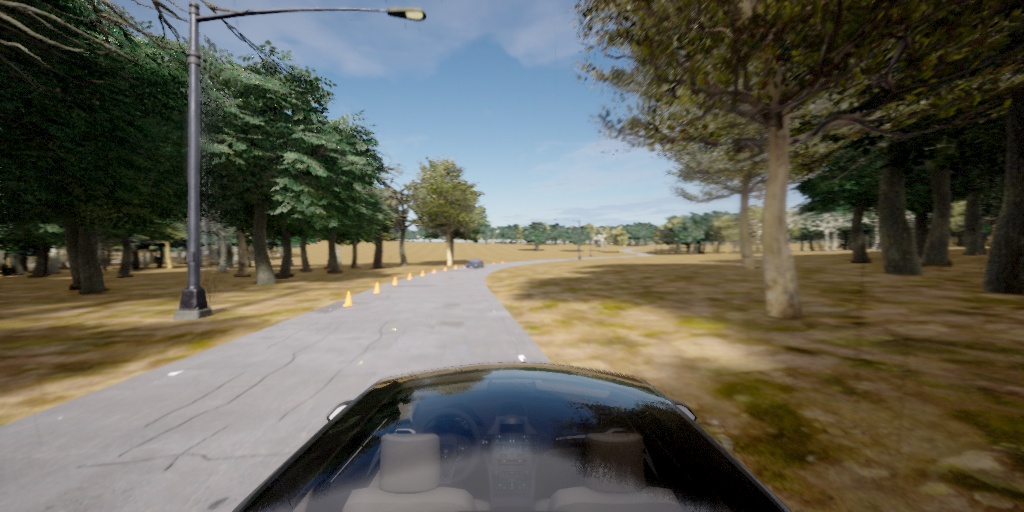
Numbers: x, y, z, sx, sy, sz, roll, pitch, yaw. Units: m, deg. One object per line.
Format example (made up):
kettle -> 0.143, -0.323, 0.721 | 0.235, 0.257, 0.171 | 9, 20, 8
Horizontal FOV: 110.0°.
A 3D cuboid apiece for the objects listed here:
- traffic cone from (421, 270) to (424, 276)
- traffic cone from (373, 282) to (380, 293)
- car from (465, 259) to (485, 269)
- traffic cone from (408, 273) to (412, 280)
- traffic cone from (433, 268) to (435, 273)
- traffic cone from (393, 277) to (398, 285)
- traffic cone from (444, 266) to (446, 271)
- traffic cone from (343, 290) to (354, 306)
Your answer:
traffic cone -> -8.679, 1.644, 34.812 | 0.340, 0.580, 0.340 | 0, 0, -1
traffic cone -> -7.356, 1.698, 19.539 | 0.340, 0.580, 0.340 | 0, 0, -8
car -> -5.320, 1.116, 52.017 | 2.033, 1.411, 5.357 | 1, 1, 8
traffic cone -> -8.469, 1.671, 29.690 | 0.340, 0.580, 0.340 | 0, 0, -4
traffic cone -> -8.653, 1.611, 39.937 | 0.340, 0.580, 0.340 | 0, 0, 2
traffic cone -> -8.023, 1.689, 24.584 | 0.340, 0.580, 0.340 | 0, 0, -6
traffic cone -> -8.391, 1.570, 45.055 | 0.340, 0.580, 0.340 | 0, 0, 4
traffic cone -> -6.645, 1.699, 14.587 | 0.340, 0.580, 0.340 | 0, 0, -8
